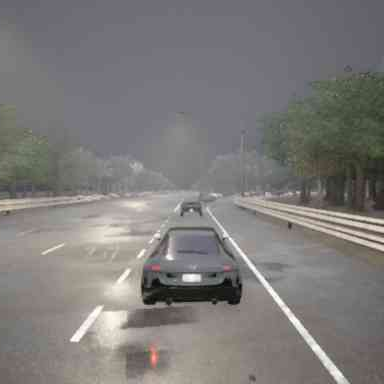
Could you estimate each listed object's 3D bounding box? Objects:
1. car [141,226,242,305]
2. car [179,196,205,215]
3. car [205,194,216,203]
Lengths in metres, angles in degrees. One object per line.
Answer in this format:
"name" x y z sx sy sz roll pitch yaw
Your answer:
"car" -0.010 1.501 7.994 1.994 1.385 4.181 0 0 0
"car" -0.050 1.259 30.086 1.837 1.490 4.892 0 0 0
"car" 2.886 1.093 56.551 1.994 1.385 4.181 0 0 15
